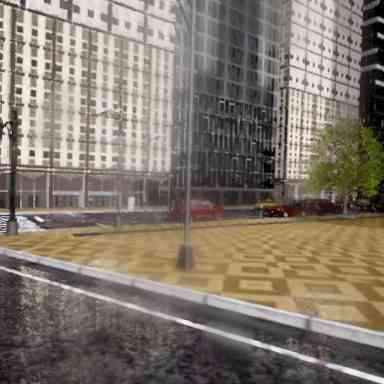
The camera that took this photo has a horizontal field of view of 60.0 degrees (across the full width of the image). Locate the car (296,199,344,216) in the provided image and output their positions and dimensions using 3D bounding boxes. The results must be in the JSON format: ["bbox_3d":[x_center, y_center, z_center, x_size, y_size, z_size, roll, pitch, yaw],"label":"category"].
[{"bbox_3d":[14.445,1.679,37.150,5.009,1.841,2.192,1,2,-34],"label":"car"}]

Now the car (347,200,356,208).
[{"bbox_3d":[24.028,1.844,53.262,4.313,1.339,1.947,1,2,-34],"label":"car"}]

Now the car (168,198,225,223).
[{"bbox_3d":[0.411,1.480,27.547,5.009,1.841,2.192,1,2,-34],"label":"car"}]

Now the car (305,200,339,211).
[{"bbox_3d":[18.062,1.865,46.126,4.718,1.301,1.895,1,2,-34],"label":"car"}]

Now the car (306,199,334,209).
[{"bbox_3d":[19.349,1.794,50.061,4.206,1.307,1.802,1,2,-34],"label":"car"}]

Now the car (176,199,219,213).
[{"bbox_3d":[0.637,1.496,37.255,4.403,1.369,2.008,1,2,-34],"label":"car"}]

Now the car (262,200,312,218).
[{"bbox_3d":[9.760,1.842,33.955,4.507,1.381,1.887,1,2,-34],"label":"car"}]

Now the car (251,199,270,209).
[{"bbox_3d":[9.854,1.601,43.561,4.829,1.417,1.752,1,2,-34],"label":"car"}]

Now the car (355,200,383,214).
[{"bbox_3d":[23.794,2.063,43.559,4.313,1.339,1.947,1,2,-34],"label":"car"}]
